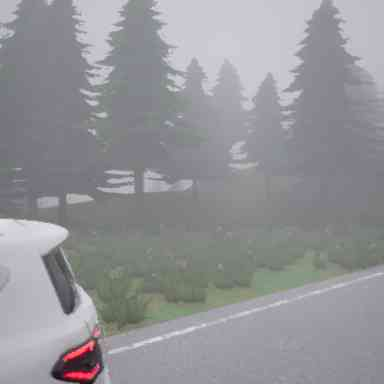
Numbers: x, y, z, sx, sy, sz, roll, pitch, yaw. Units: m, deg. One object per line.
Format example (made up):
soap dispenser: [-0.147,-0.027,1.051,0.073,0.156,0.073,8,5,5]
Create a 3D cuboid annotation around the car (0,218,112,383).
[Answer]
car: [-3.144,1.220,1.381,5.566,2.045,2.150,0,0,-36]
